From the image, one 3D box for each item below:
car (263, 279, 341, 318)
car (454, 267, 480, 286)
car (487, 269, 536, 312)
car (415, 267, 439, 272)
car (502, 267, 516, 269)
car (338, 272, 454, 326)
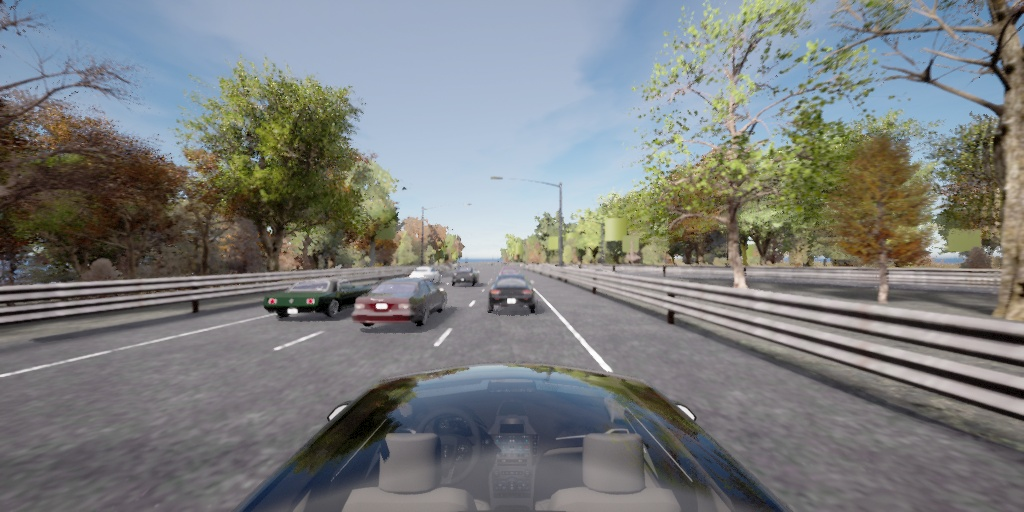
[{"bbox_3d":[-7.022,1.514,13.715,1.895,1.301,4.718,0,-1,0],"label":"car"},{"bbox_3d":[-3.733,1.622,29.390,2.128,1.511,4.902,0,-1,-1],"label":"car"},{"bbox_3d":[-0.024,1.454,15.026,1.812,1.442,4.674,0,-1,0],"label":"car"},{"bbox_3d":[-7.241,1.666,30.048,1.812,1.442,4.674,0,-1,-1],"label":"car"},{"bbox_3d":[-0.243,1.666,30.203,1.812,1.442,4.674,0,-1,-1],"label":"car"},{"bbox_3d":[-3.521,1.439,12.190,2.033,1.411,5.357,0,-1,0],"label":"car"}]
